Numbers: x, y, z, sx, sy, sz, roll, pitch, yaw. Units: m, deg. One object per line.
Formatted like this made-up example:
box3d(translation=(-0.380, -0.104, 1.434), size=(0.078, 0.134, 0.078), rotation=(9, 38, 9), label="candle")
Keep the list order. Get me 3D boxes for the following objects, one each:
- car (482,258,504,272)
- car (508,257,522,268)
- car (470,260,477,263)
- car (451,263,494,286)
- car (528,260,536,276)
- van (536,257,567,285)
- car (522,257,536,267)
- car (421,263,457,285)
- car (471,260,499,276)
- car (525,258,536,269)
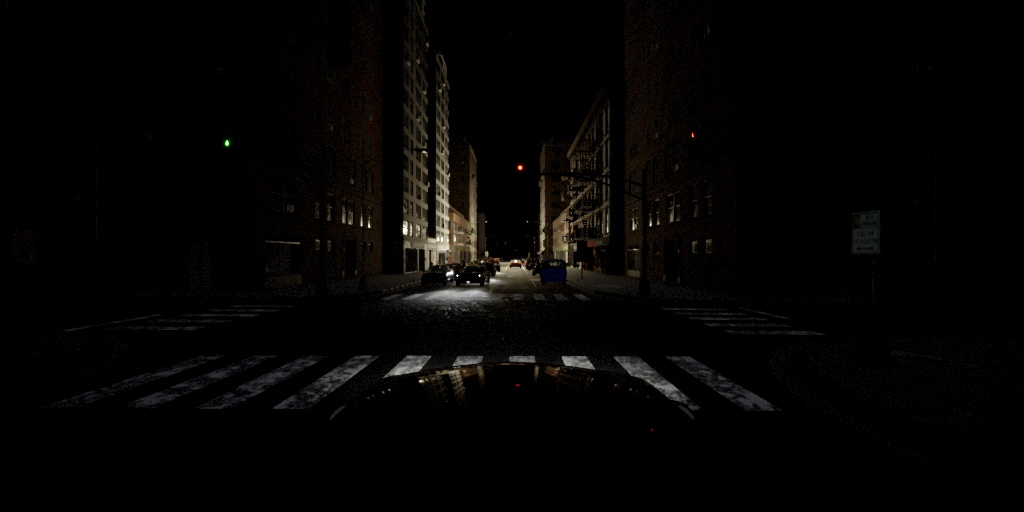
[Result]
box3d(translation=(-2.465, 1.306, 45.180), size=(1.994, 1.385, 4.181), rotation=(0, 0, 1), label="car")
box3d(translation=(0.601, 1.333, 59.026), size=(1.895, 1.301, 4.718), rotation=(0, 0, 1), label="car")
box3d(translation=(-4.988, 1.266, 47.964), size=(1.751, 1.417, 4.829), rotation=(0, 0, 1), label="car")
box3d(translation=(-2.659, 1.348, 25.115), size=(1.895, 1.301, 4.718), rotation=(0, 0, 4), label="car")
box3d(translation=(2.939, 1.328, 36.707), size=(1.802, 1.307, 4.207), rotation=(0, 0, 1), label="car")
box3d(translation=(2.839, 1.088, 25.345), size=(1.690, 1.789, 3.998), rotation=(0, 0, 1), label="van")
box3d(translation=(3.088, 1.051, 53.751), size=(2.192, 1.841, 5.009), rotation=(0, 0, 1), label="car")
box3d(translation=(-5.186, 1.297, 25.407), size=(2.007, 1.370, 4.403), rotation=(0, 0, 1), label="car")
box3d(translation=(-2.558, 1.347, 35.126), size=(1.895, 1.301, 4.718), rotation=(0, 0, 0), label="car")
box3d(translation=(3.038, 1.323, 48.070), size=(1.802, 1.307, 4.207), rotation=(0, 0, 1), label="car")
